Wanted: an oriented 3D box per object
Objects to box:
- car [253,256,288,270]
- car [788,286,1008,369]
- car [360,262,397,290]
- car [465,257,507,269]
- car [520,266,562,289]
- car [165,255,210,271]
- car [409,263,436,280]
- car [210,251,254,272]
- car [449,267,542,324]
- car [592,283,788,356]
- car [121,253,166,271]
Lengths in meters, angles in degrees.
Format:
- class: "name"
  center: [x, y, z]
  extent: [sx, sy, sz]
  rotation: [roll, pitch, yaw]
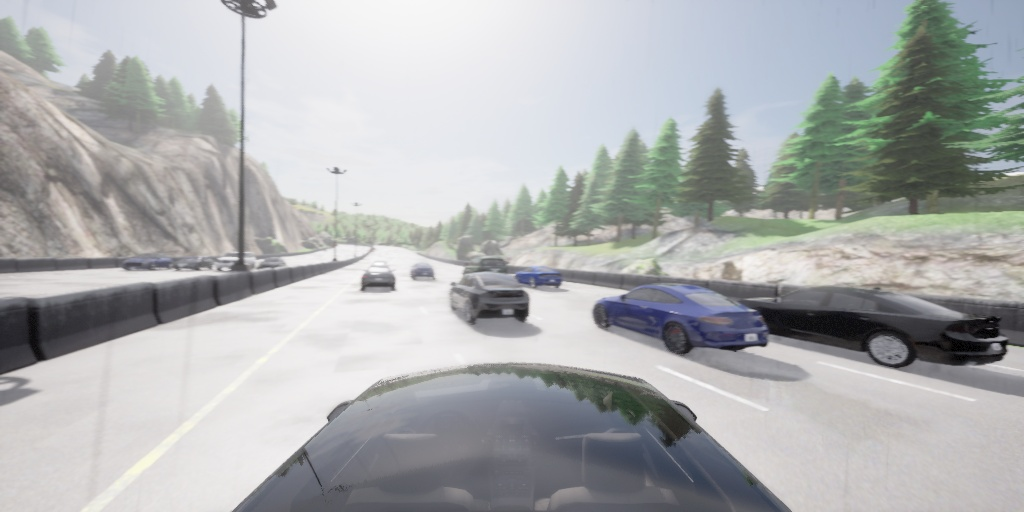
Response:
- class: "car"
  center: [-25.218, 0.914, 37.924]
  extent: [1.837, 1.490, 4.892]
  rotation: [1, -1, -19]
- class: "car"
  center: [7.793, 1.460, 8.715]
  extent: [1.882, 1.535, 5.008]
  rotation: [1, 0, -20]
- class: "car"
  center: [-8.134, 1.263, 21.934]
  extent: [1.994, 1.385, 4.181]
  rotation: [1, 0, -20]
- class: "car"
  center: [-1.981, 1.093, 25.522]
  extent: [2.150, 2.045, 5.566]
  rotation: [1, 0, -20]
- class: "car"
  center: [1.774, 1.434, 25.410]
  extent: [1.882, 1.535, 5.008]
  rotation: [1, 0, -20]
- class: "car"
  center: [-32.052, 0.726, 36.263]
  extent: [2.128, 1.511, 4.902]
  rotation: [1, 0, -19]
- class: "car"
  center: [-7.915, 1.297, 31.647]
  extent: [1.812, 1.442, 4.674]
  rotation: [1, 0, -20]
- class: "car"
  center: [-28.821, 0.544, 37.641]
  extent: [2.150, 2.045, 5.566]
  rotation: [1, -1, -19]
- class: "car"
  center: [-0.927, 1.306, 12.268]
  extent: [1.837, 1.490, 4.892]
  rotation: [1, 0, -20]
- class: "car"
  center: [3.908, 1.420, 9.176]
  extent: [1.812, 1.442, 4.674]
  rotation: [1, 0, -19]
- class: "car"
  center: [-35.243, 0.501, 34.801]
  extent: [2.097, 1.767, 4.553]
  rotation: [1, 0, -19]
